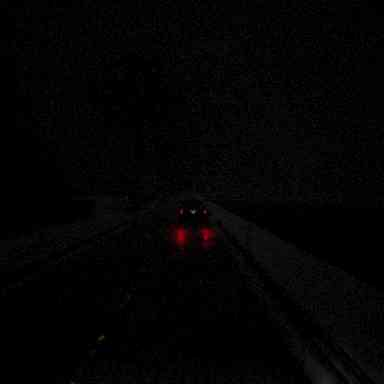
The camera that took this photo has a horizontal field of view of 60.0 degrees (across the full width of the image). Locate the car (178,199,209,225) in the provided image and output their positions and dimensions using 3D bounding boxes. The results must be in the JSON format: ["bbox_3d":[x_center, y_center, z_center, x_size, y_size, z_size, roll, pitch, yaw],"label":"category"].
[{"bbox_3d":[0.090,1.355,23.968,2.097,1.767,4.553,0,0,0],"label":"car"}]

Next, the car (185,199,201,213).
[{"bbox_3d":[0.087,1.529,38.612,1.812,1.442,4.674,0,0,0],"label":"car"}]
